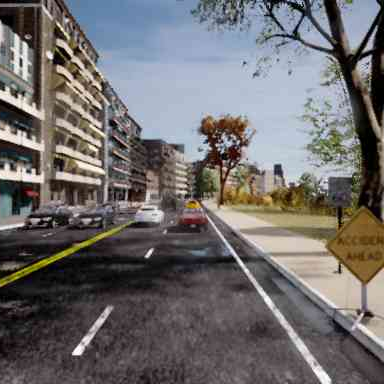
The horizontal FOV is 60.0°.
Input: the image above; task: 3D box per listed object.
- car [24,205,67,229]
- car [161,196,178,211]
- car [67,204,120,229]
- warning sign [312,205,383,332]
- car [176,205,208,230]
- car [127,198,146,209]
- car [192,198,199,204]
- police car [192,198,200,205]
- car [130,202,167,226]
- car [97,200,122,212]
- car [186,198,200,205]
[{"bbox_3d":[-9.868,1.700,23.297,2.128,1.511,4.902,0,-1,0],"label":"car"},{"bbox_3d":[-3.212,1.645,47.564,2.150,2.045,5.566,0,-1,0],"label":"car"},{"bbox_3d":[-6.619,1.700,23.293,2.128,1.511,4.902,0,-1,0],"label":"car"},{"bbox_3d":[2.835,1.165,5.498,1.300,1.860,1.060,-1,-1,0],"label":"warning sign"},{"bbox_3d":[0.075,1.801,22.485,1.895,1.301,4.718,0,-1,0],"label":"car"},{"bbox_3d":[-6.542,1.430,39.757,2.097,1.767,4.553,0,-1,0],"label":"car"},{"bbox_3d":[0.903,2.308,85.427,1.812,1.442,4.674,0,-1,0],"label":"car"},{"bbox_3d":[0.894,2.113,75.594,1.930,1.638,5.238,0,-1,0],"label":"police car"},{"bbox_3d":[-3.191,1.751,25.208,1.812,1.442,4.674,0,-1,0],"label":"car"},{"bbox_3d":[-9.792,1.627,39.722,1.994,1.385,4.181,0,-1,0],"label":"car"},{"bbox_3d":[0.035,1.905,47.592,1.882,1.535,5.008,0,-1,0],"label":"car"}]
